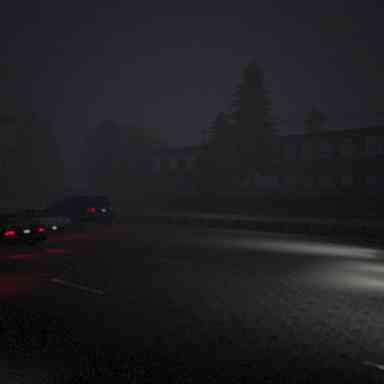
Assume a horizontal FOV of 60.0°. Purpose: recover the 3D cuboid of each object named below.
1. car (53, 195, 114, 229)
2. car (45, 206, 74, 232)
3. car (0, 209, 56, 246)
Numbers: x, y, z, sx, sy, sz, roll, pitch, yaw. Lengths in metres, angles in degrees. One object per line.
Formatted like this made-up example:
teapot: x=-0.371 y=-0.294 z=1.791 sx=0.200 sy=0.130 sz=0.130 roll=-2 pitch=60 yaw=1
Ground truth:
car: x=-7.705 y=1.255 z=22.394 sx=5.566 sy=2.045 sz=2.150 roll=0 pitch=0 yaw=36
car: x=-9.182 y=1.634 z=19.147 sx=4.718 sy=1.301 sz=1.895 roll=0 pitch=0 yaw=36
car: x=-8.415 y=1.575 z=14.299 sx=5.357 sy=1.411 sz=2.033 roll=0 pitch=0 yaw=36
